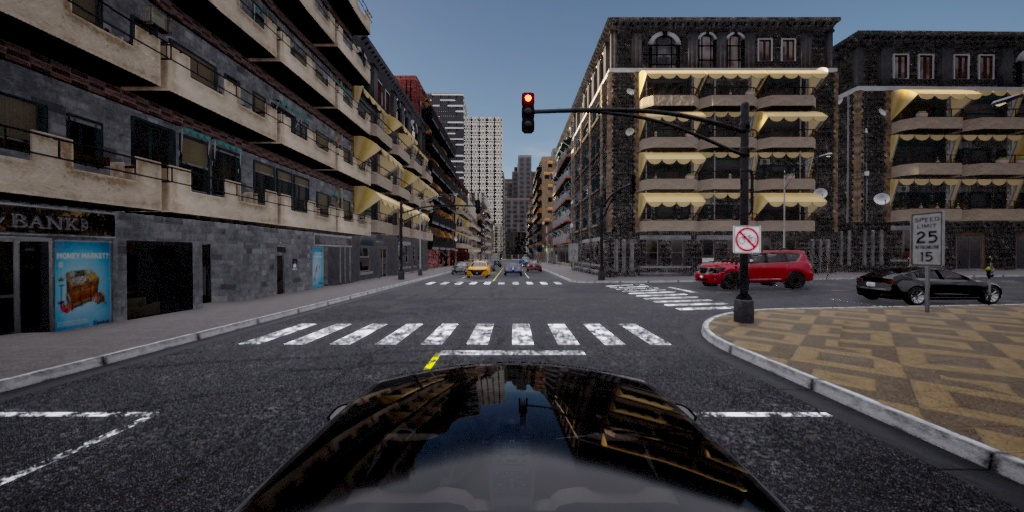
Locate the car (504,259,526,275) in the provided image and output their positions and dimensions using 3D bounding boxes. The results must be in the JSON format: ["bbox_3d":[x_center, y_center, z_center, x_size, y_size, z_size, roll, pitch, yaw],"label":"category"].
[{"bbox_3d":[0.116,1.302,38.768,2.033,1.411,5.357,0,0,0],"label":"car"}]

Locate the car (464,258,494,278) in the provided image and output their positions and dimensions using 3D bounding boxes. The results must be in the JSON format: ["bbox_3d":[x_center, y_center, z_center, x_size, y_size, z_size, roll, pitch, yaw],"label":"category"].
[{"bbox_3d":[-3.088,1.230,34.057,1.882,1.535,5.008,0,0,0],"label":"car"}]

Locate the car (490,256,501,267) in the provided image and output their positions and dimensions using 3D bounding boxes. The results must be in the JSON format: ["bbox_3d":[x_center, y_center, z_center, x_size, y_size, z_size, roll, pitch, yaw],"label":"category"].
[{"bbox_3d":[-3.027,0.993,63.179,2.150,2.045,5.566,0,0,1],"label":"car"}]

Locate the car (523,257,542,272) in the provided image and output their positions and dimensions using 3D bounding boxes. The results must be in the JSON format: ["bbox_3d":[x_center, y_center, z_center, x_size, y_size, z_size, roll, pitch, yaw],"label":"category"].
[{"bbox_3d":[2.706,1.198,45.516,1.967,1.591,4.097,0,0,0],"label":"car"}]

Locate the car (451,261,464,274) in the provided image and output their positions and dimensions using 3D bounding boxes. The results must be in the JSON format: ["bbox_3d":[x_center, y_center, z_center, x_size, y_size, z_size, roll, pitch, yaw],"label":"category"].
[{"bbox_3d":[-5.676,1.305,39.997,2.007,1.370,4.403,0,0,0],"label":"car"}]

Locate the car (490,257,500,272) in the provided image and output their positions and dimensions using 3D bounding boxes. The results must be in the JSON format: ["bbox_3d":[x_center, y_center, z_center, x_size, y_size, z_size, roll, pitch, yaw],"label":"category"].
[{"bbox_3d":[-3.078,1.251,46.082,2.128,1.511,4.902,0,0,0],"label":"car"}]

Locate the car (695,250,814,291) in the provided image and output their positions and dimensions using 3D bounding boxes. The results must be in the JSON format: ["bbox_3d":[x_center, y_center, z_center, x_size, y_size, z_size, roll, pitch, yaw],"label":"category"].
[{"bbox_3d":[13.080,0.726,19.503,5.566,2.045,2.150,-1,1,0],"label":"car"}]

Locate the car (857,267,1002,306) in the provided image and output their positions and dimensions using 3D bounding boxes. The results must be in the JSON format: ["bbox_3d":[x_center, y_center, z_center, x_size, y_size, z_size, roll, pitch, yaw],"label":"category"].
[{"bbox_3d":[15.777,1.077,13.725,4.313,1.339,1.948,0,0,-1],"label":"car"}]
